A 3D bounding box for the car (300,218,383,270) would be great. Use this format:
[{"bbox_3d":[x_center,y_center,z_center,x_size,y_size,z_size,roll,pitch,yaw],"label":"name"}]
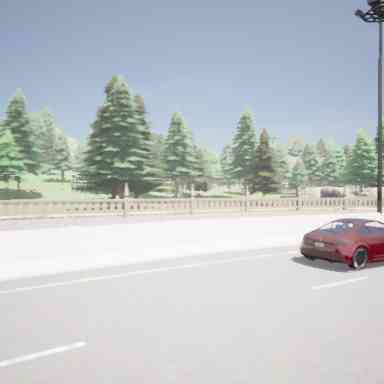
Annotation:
[{"bbox_3d":[5.586,1.556,10.986,4.181,1.385,1.994,0,0,-29],"label":"car"}]
